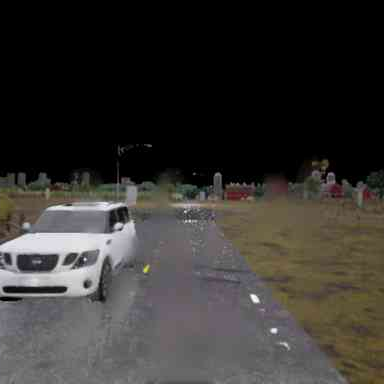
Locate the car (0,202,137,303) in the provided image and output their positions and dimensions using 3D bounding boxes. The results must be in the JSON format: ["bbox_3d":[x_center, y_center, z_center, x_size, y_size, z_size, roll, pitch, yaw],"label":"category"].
[{"bbox_3d":[-2.861,1.307,8.784,2.150,2.045,5.566,0,-1,0],"label":"car"}]
